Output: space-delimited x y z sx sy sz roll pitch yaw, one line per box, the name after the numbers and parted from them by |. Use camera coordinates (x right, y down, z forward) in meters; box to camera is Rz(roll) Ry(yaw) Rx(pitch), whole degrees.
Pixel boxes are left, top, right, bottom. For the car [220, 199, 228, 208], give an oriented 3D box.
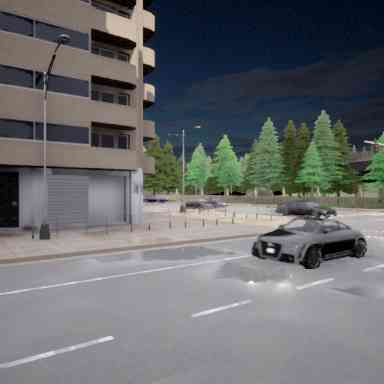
2.804 1.435 44.713 2.128 1.511 4.902 0 0 -37 | car

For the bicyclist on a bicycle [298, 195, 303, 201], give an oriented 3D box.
15.139 1.245 46.444 1.656 1.620 0.582 0 0 -35 | bicyclist on a bicycle

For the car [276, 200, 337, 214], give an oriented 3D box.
9.684 1.492 28.602 2.033 1.411 5.357 0 0 -32 | car

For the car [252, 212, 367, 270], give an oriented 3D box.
3.975 1.564 11.114 4.181 1.385 1.994 0 0 -35 | car

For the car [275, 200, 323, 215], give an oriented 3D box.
10.692 1.508 33.517 1.994 1.385 4.181 0 0 -35 | car

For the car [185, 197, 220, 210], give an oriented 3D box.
0.956 1.470 41.315 1.812 1.442 4.674 0 0 -36 | car

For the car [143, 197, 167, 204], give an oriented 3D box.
-7.164 1.545 64.439 4.718 1.301 1.895 0 0 31 | car
